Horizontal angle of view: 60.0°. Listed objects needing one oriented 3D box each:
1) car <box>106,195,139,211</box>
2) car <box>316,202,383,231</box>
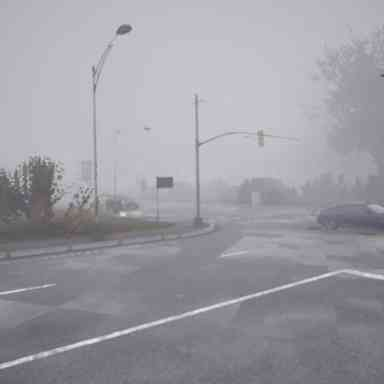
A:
[{"bbox_3d":[-7.597,1.072,36.126,2.097,1.767,4.553,-1,1,-38],"label":"car"},{"bbox_3d":[8.342,1.218,16.051,1.812,1.442,4.674,-1,1,-38],"label":"car"}]
